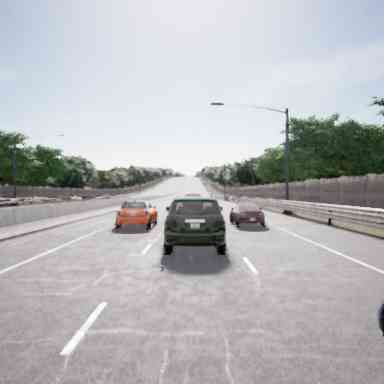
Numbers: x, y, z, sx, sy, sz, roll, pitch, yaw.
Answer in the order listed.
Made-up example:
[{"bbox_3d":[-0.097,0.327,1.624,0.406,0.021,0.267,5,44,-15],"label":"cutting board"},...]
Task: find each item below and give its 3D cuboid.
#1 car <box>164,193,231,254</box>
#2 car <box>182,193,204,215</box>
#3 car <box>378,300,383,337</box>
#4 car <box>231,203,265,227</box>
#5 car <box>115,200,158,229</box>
[{"bbox_3d":[0.098,1.167,13.343,2.150,2.045,5.566,0,0,0],"label":"car"},{"bbox_3d":[0.096,1.149,34.810,2.150,2.045,5.566,0,0,0],"label":"car"},{"bbox_3d":[3.599,1.510,2.867,1.812,1.442,4.674,0,0,0],"label":"car"},{"bbox_3d":[3.598,1.458,22.057,1.812,1.442,4.674,0,0,0],"label":"car"},{"bbox_3d":[-3.402,1.286,21.157,2.097,1.767,4.553,0,0,0],"label":"car"}]
